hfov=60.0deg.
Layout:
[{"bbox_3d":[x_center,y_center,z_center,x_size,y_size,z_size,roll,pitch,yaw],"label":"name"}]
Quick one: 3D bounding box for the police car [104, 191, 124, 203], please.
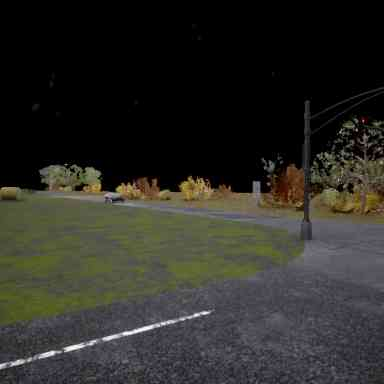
[{"bbox_3d":[-11.650,0.744,49.720,1.930,1.638,5.238,1,0,-32],"label":"police car"}]
